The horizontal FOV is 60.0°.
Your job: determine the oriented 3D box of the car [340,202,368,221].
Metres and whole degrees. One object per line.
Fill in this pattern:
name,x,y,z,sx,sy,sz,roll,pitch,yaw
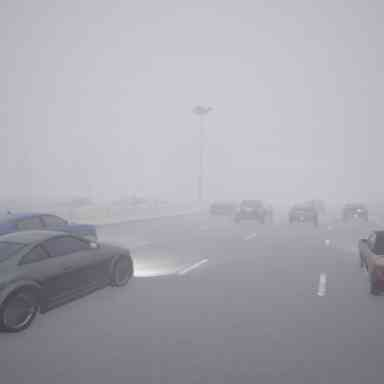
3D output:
car,13.919,1.653,28.559,1.837,1.490,4.892,1,0,23

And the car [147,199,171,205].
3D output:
car,-4.317,1.540,39.792,1.895,1.301,4.718,1,0,23

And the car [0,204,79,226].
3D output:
car,-5.115,1.348,10.648,1.882,1.535,5.008,1,0,23

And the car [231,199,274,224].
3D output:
car,4.786,1.343,24.967,2.097,1.767,4.553,1,0,23

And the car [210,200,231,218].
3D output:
car,3.169,1.470,30.111,1.882,1.535,5.008,1,0,23

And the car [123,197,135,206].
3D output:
car,-7.257,1.399,41.808,2.128,1.511,4.902,1,-1,23

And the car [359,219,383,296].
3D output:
car,5.224,1.593,8.134,1.895,1.301,4.718,1,0,23

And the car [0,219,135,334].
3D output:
car,-2.953,1.480,6.794,1.994,1.385,4.181,1,0,23

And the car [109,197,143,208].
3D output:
car,-9.099,1.451,46.383,2.033,1.411,5.357,0,-1,23

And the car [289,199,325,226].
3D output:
car,8.114,1.528,23.854,2.128,1.511,4.902,1,0,23
